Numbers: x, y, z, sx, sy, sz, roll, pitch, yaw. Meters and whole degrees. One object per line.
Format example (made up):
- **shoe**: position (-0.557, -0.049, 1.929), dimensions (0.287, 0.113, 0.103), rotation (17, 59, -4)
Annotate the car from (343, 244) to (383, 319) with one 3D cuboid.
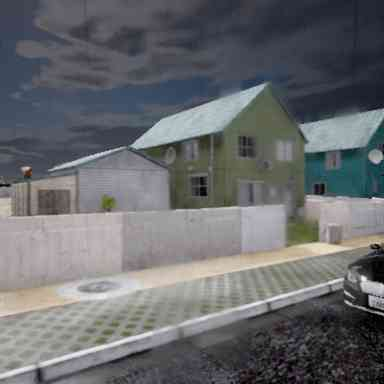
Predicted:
- **car**: position (4.935, 1.464, 6.576), dimensions (4.902, 1.511, 2.128), rotation (0, 0, -35)
